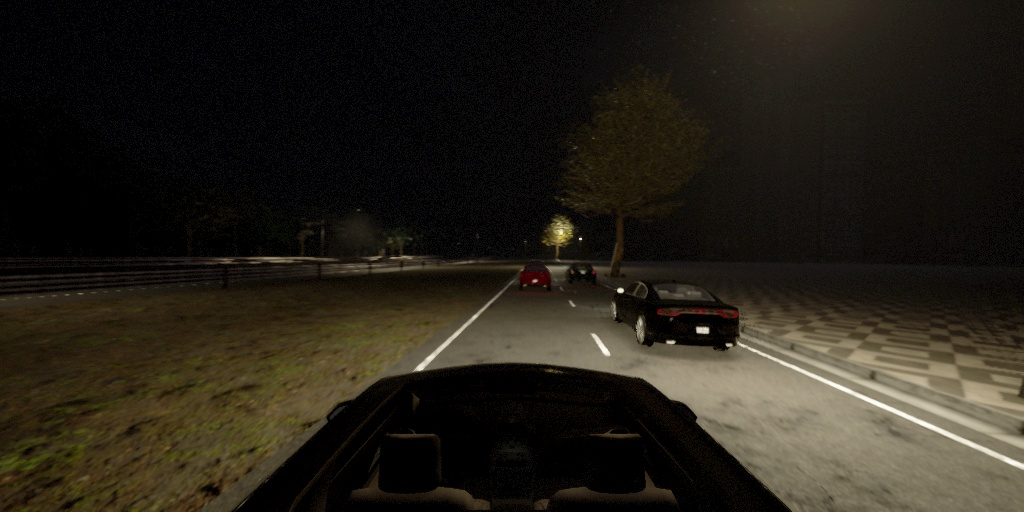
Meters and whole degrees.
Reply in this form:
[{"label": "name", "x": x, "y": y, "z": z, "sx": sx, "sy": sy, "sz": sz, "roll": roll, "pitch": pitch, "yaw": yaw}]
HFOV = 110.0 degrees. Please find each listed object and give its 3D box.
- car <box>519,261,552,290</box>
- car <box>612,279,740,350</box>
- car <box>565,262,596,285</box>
[{"label": "car", "x": 1.526, "y": 1.283, "z": 23.161, "sx": 1.882, "sy": 1.535, "sz": 5.008, "roll": 2, "pitch": 0, "yaw": 4}, {"label": "car", "x": 4.037, "y": 1.355, "z": 9.699, "sx": 1.882, "sy": 1.535, "sz": 5.008, "roll": 2, "pitch": 0, "yaw": 4}, {"label": "car", "x": 5.491, "y": 1.265, "z": 29.015, "sx": 2.097, "sy": 1.767, "sz": 4.553, "roll": 2, "pitch": 0, "yaw": 4}]
